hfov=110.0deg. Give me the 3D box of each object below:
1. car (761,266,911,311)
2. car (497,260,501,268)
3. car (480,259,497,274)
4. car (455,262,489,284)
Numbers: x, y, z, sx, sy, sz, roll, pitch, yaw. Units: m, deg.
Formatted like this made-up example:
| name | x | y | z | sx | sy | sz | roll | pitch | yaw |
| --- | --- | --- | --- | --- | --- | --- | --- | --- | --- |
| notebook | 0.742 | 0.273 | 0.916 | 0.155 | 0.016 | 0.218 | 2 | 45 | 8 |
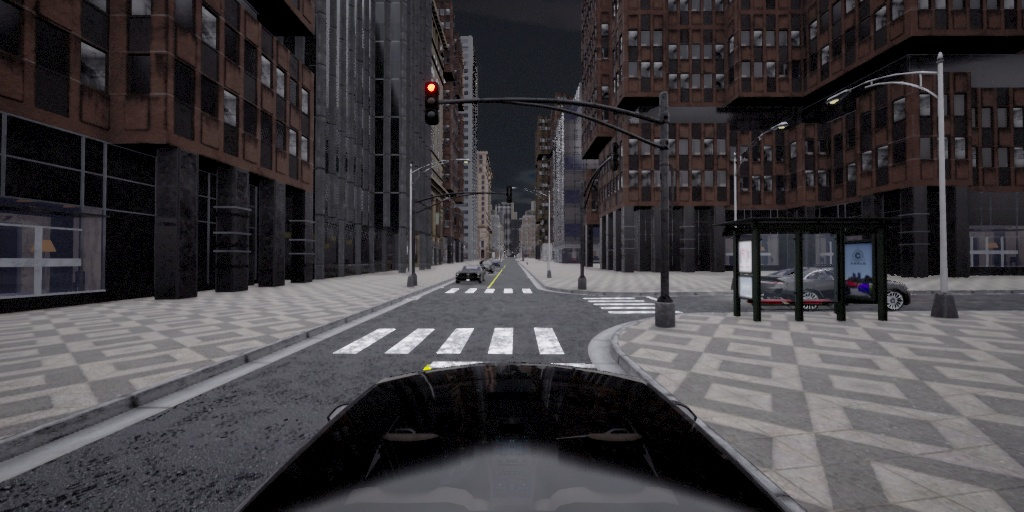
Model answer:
| name | x | y | z | sx | sy | sz | roll | pitch | yaw |
| --- | --- | --- | --- | --- | --- | --- | --- | --- | --- |
| car | 11.518 | 1.145 | 13.103 | 4.902 | 1.511 | 2.128 | 0 | -1 | 0 |
| car | -2.918 | 1.315 | 62.808 | 2.033 | 1.411 | 5.357 | 0 | 0 | 0 |
| car | -3.044 | 1.265 | 41.513 | 1.837 | 1.490 | 4.892 | 0 | 0 | 0 |
| car | -3.067 | 1.358 | 27.181 | 1.895 | 1.301 | 4.718 | 0 | 0 | 0 |
